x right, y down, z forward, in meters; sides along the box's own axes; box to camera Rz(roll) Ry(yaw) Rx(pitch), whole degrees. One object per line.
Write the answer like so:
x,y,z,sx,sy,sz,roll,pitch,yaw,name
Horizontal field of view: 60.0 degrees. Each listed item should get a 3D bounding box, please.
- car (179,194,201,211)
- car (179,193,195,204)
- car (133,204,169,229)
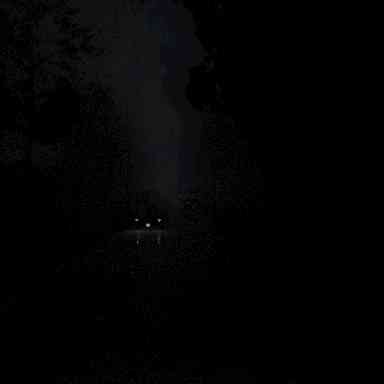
-0.049,1.234,37.537,2.128,1.511,4.902,-1,2,-2,car
-0.809,0.905,49.175,1.994,1.385,4.181,-1,3,-5,car
-2.540,1.528,22.032,2.033,1.411,5.357,0,0,1,car
